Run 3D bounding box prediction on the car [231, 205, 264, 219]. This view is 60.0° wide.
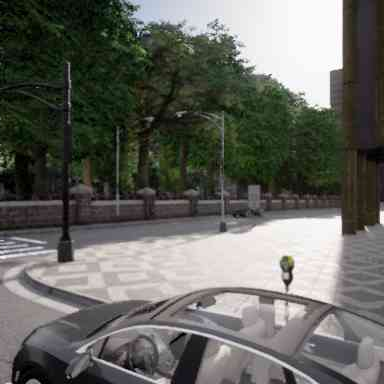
[{"bbox_3d":[6.344,2.215,37.333,2.033,1.411,5.357,0,-1,35],"label":"car"}]

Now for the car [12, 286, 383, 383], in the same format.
[{"bbox_3d":[0.184,1.545,2.830,4.403,1.369,2.008,0,0,35],"label":"car"}]
